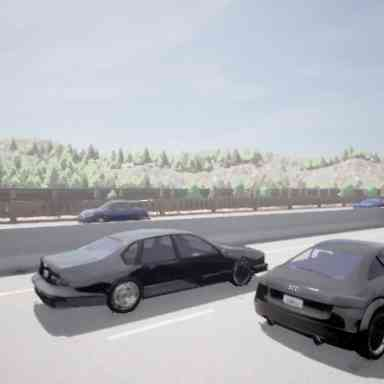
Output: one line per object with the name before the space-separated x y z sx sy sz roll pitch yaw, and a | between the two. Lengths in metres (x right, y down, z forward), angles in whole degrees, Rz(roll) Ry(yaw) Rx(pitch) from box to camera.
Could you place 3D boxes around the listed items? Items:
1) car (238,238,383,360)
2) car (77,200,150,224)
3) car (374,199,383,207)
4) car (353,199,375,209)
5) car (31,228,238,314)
car | 3.094 1.561 6.025 4.181 1.385 1.994 0 0 -36
car | -5.121 1.360 21.917 4.553 1.767 2.097 0 0 -36
car | 19.790 1.527 31.385 5.357 1.411 2.033 0 0 -36
car | 18.981 1.458 35.114 5.008 1.535 1.882 0 0 -36
car | -0.659 1.549 7.613 5.357 1.411 2.033 0 0 -36
